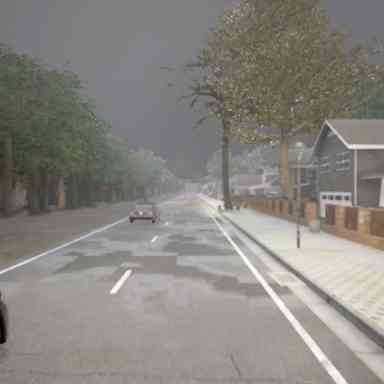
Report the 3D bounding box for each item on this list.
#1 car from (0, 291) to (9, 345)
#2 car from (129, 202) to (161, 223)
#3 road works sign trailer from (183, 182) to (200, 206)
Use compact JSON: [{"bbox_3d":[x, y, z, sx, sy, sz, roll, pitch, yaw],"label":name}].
[{"bbox_3d":[-3.397,1.482,2.565,2.128,1.511,4.902,0,0,0],"label":"car"},{"bbox_3d":[-3.399,1.467,24.609,2.033,1.411,5.357,0,0,0],"label":"car"},{"bbox_3d":[-0.003,0.332,49.314,2.380,3.560,2.880,0,0,0],"label":"road works sign trailer"}]
